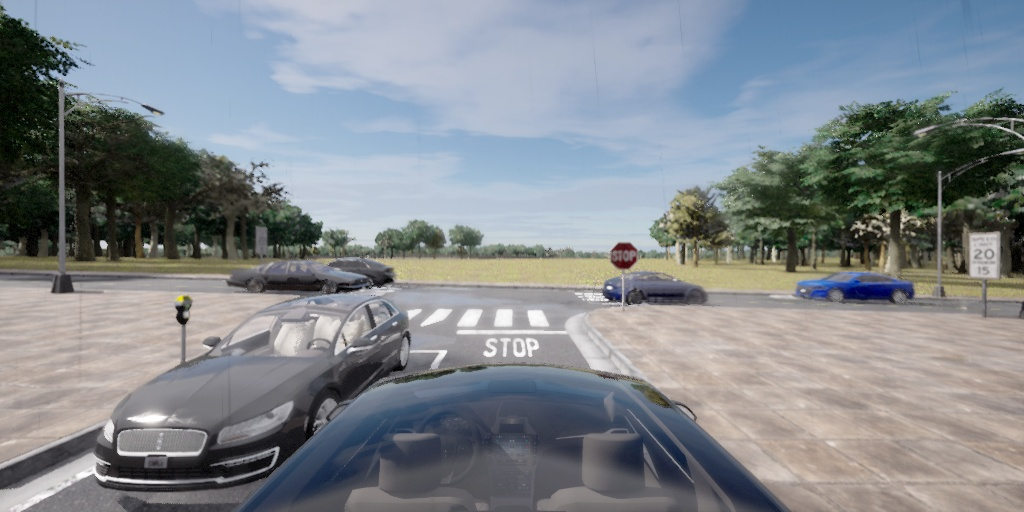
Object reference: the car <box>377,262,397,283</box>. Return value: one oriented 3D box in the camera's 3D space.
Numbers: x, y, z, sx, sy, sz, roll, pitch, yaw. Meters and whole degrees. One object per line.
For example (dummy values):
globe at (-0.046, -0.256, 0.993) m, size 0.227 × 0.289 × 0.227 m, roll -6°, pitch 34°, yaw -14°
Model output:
car at (-8.405, 0.863, 18.246) m, size 4.892 × 1.490 × 1.837 m, roll 2°, pitch 0°, yaw 0°

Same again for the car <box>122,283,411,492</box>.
car at (-2.635, 1.261, 4.841) m, size 2.007 × 1.370 × 4.403 m, roll 0°, pitch 0°, yaw 0°

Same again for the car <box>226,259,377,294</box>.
car at (-8.974, 0.899, 15.296) m, size 5.357 × 1.411 × 2.033 m, roll 2°, pitch 0°, yaw 0°

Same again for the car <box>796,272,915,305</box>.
car at (17.306, 1.560, 18.227) m, size 5.008 × 1.535 × 1.882 m, roll 2°, pitch 0°, yaw 0°

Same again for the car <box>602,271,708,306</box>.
car at (6.001, 1.334, 15.133) m, size 4.181 × 1.385 × 1.994 m, roll 2°, pitch 0°, yaw -11°
